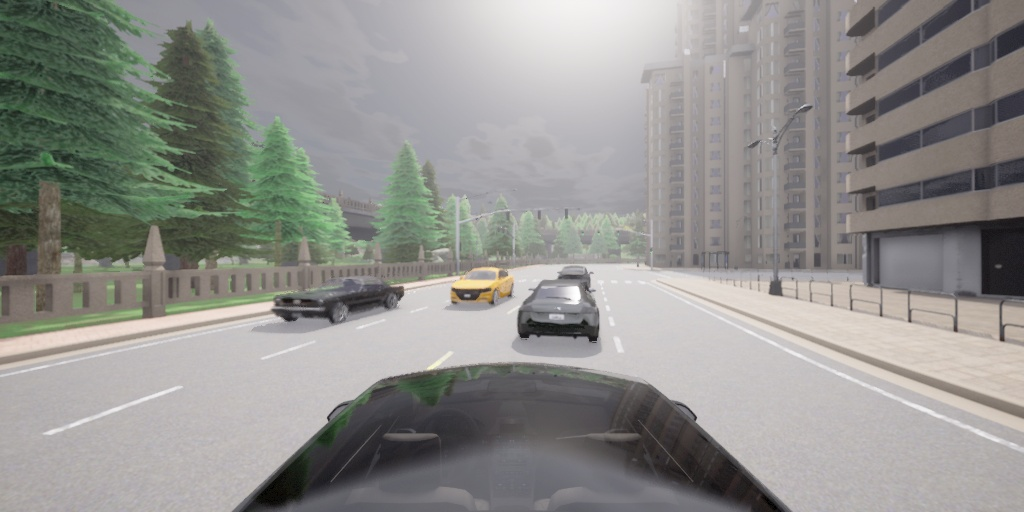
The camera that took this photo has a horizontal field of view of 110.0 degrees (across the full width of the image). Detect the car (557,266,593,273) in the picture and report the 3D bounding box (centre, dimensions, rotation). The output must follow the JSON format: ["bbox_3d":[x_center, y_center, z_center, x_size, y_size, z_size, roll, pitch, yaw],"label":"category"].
[{"bbox_3d":[3.742,1.331,21.318,1.837,1.490,4.892,0,0,12],"label":"car"}]

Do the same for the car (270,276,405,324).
[{"bbox_3d":[-5.655,1.389,12.346,1.895,1.301,4.718,0,0,12],"label":"car"}]

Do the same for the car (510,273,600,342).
[{"bbox_3d":[1.377,1.345,10.051,1.994,1.385,4.181,0,0,11],"label":"car"}]

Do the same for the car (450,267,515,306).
[{"bbox_3d":[-1.182,1.282,16.359,1.882,1.535,5.008,0,0,13],"label":"car"}]
